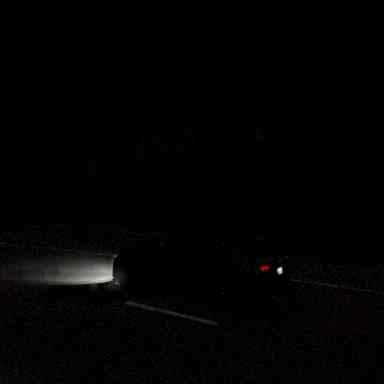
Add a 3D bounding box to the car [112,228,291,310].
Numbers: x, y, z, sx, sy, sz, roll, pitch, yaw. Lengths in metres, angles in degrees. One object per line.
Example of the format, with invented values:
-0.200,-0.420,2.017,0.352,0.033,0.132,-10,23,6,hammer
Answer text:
0.112,1.563,7.826,4.181,1.385,1.994,0,0,33,car
